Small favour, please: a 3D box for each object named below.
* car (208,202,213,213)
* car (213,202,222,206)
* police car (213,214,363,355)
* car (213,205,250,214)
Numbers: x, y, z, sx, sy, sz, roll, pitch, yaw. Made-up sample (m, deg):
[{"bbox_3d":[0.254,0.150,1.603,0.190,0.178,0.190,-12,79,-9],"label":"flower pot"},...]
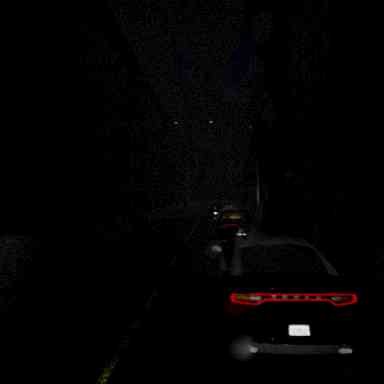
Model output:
[{"bbox_3d":[3.143,2.069,45.345,1.994,1.385,4.181,-1,-1,5],"label":"car"},{"bbox_3d":[2.515,1.696,22.623,1.801,1.575,5.366,-1,-1,4],"label":"car"},{"bbox_3d":[1.456,1.486,6.579,1.930,1.638,5.238,-1,-1,4],"label":"police car"},{"bbox_3d":[2.108,1.649,16.446,1.882,1.535,5.008,-1,-1,4],"label":"car"}]
